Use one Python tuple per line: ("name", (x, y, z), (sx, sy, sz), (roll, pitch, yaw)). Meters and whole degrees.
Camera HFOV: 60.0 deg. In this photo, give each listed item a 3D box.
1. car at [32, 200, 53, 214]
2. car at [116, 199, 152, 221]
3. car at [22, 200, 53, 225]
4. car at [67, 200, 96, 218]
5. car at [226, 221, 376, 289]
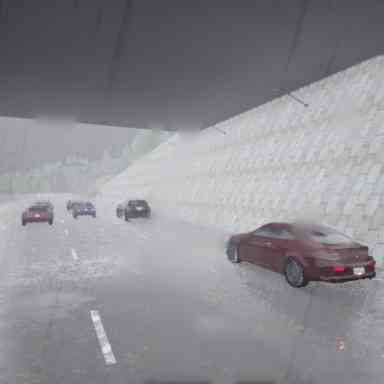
("car", (-16.190, 1.564, 36.181), (1.994, 1.385, 4.181), (0, 0, -23))
("car", (-4.832, 1.352, 27.213), (2.097, 1.767, 4.553), (0, 0, -23))
("car", (-11.189, 1.564, 24.263), (1.994, 1.385, 4.181), (0, 0, -22))
("car", (-9.876, 1.547, 30.185), (2.033, 1.411, 5.357), (0, 0, -23))
("car", (2.696, 1.526, 9.253), (1.812, 1.442, 4.674), (0, 0, -23))
